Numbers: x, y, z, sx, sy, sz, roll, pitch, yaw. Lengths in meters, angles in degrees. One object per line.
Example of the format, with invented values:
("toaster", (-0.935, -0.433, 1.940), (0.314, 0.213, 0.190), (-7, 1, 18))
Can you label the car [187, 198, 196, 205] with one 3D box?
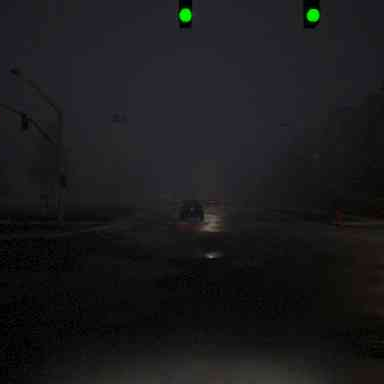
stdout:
("car", (-0.050, 1.980, 70.494), (1.895, 1.301, 4.718), (0, 0, 0))

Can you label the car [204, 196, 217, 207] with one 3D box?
("car", (3.458, 1.901, 60.050), (1.837, 1.490, 4.892), (0, 0, 0))

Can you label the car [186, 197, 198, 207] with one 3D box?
("car", (-0.042, 1.750, 60.435), (2.097, 1.767, 4.553), (0, 0, 0))

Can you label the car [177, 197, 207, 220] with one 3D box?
("car", (-0.019, 1.552, 30.224), (2.097, 1.767, 4.553), (0, 0, 0))

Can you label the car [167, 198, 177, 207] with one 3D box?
("car", (-3.542, 1.999, 60.490), (1.895, 1.301, 4.718), (0, 0, 0))

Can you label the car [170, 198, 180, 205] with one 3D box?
("car", (-3.550, 1.937, 70.462), (1.994, 1.385, 4.181), (0, 0, 0))

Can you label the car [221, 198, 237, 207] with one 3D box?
("car", (6.958, 2.000, 60.498), (1.895, 1.301, 4.718), (0, 0, 0))
